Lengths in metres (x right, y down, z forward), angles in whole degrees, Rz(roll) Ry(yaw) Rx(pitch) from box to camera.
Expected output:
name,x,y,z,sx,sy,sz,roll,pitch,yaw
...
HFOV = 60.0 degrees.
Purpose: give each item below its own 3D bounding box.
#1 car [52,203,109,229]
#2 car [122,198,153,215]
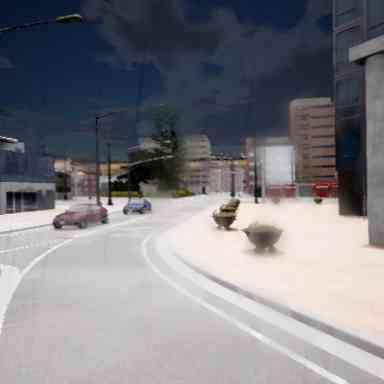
name,x,y,z,sx,sy,sz,roll,pitch,yaw
car,-6.984,1.481,21.407,1.812,1.442,4.674,-1,0,11
car,-5.199,1.371,32.251,1.812,1.442,4.674,-1,0,9
